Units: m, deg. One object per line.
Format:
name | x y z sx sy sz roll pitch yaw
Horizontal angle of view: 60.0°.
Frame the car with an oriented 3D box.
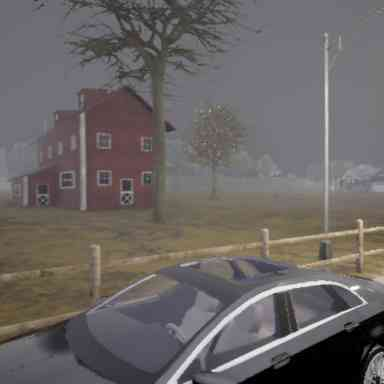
car | 0.187 1.492 3.203 4.902 1.511 2.128 0 0 -35
